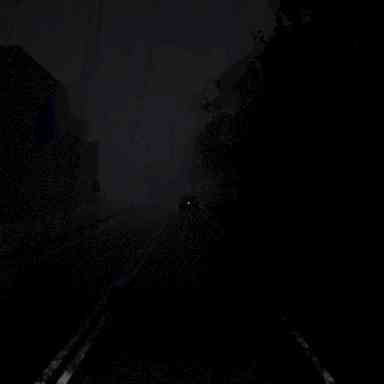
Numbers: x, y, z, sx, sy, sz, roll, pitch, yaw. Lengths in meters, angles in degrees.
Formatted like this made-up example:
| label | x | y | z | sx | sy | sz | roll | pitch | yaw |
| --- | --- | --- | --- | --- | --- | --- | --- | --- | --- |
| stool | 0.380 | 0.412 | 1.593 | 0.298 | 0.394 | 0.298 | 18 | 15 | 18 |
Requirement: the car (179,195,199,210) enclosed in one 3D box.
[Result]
| label | x | y | z | sx | sy | sz | roll | pitch | yaw |
| --- | --- | --- | --- | --- | --- | --- | --- | --- | --- |
| car | -0.358 | 1.036 | 34.172 | 1.994 | 1.385 | 4.181 | 0 | 0 | -1 |
